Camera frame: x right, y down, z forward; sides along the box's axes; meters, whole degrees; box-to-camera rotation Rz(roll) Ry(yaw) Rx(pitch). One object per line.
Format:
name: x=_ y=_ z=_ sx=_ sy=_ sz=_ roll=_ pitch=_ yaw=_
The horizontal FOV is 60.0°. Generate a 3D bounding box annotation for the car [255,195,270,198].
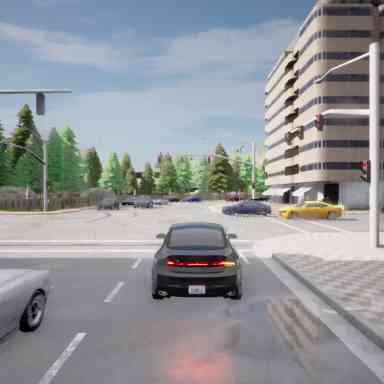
car: x=15.183 y=1.595 z=74.838 sx=4.718 sy=1.301 sz=1.895 roll=0 pitch=0 yaw=-33

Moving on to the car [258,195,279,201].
car: x=18.507 y=1.500 z=80.625 sx=4.892 sy=1.490 sz=1.837 roll=0 pitch=0 yaw=-22

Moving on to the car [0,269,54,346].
car: x=-3.426 y=1.601 z=3.869 sx=1.895 sy=1.301 sz=4.718 roll=0 pitch=0 yaw=0

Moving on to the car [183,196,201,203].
car: x=-0.030 y=1.477 z=69.429 sx=1.882 sy=1.535 sz=5.008 roll=0 pitch=0 yaw=34

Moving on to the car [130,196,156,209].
car: x=-6.757 y=1.352 z=46.477 sx=2.097 sy=1.767 sz=4.553 roll=0 pitch=0 yaw=3

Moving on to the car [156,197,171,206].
car: x=-5.631 y=1.600 z=56.256 sx=1.895 sy=1.301 sz=4.718 roll=0 pitch=0 yaw=14

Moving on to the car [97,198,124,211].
car: x=-10.399 y=1.504 z=41.670 sx=1.837 sy=1.490 sz=4.892 roll=0 pitch=0 yaw=2

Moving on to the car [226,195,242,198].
car: x=9.710 y=1.478 z=75.109 sx=5.008 sy=1.535 sz=1.882 roll=0 pitch=0 yaw=-41

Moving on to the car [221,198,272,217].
car: x=5.085 y=1.555 z=31.025 sx=4.674 sy=1.442 sz=1.812 roll=1 pitch=0 yaw=0

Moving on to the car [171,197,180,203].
car: x=-4.547 y=1.599 z=68.820 sx=1.895 sy=1.301 sz=4.718 roll=0 pitch=0 yaw=30

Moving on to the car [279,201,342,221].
car: x=9.742 y=1.533 z=27.541 sx=5.008 sy=1.535 sz=1.882 roll=0 pitch=0 yaw=0

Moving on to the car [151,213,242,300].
car: x=0.116 y=1.505 z=8.390 sx=1.837 sy=1.490 sz=4.892 roll=0 pitch=0 yaw=1

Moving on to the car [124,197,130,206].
car: x=-9.753 y=1.547 z=53.324 sx=2.033 sy=1.411 sz=5.357 roll=0 pitch=0 yaw=8
